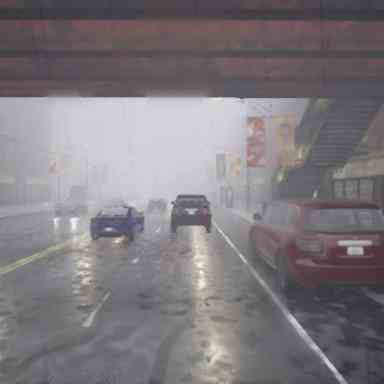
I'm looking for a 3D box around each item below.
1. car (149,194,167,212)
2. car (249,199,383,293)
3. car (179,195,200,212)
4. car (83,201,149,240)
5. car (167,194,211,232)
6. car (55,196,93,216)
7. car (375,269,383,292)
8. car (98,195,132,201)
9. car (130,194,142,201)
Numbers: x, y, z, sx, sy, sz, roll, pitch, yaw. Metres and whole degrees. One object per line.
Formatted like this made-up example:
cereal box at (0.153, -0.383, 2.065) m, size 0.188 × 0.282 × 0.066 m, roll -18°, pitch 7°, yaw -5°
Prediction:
car at (-3.786, 1.347, 37.037) m, size 1.837 × 1.490 × 4.892 m, roll 0°, pitch 0°, yaw -1°
car at (3.014, 1.191, 8.919) m, size 2.435 × 2.045 × 5.566 m, roll 0°, pitch 0°, yaw -1°
car at (-0.282, 1.196, 36.728) m, size 2.097 × 1.767 × 4.553 m, roll 0°, pitch 0°, yaw -1°
car at (-3.532, 1.407, 16.451) m, size 1.882 × 1.535 × 5.008 m, roll 0°, pitch 0°, yaw -1°
car at (-0.068, 1.138, 19.521) m, size 2.150 × 2.045 × 5.566 m, roll 0°, pitch 0°, yaw -1°
car at (-10.897, 1.394, 30.429) m, size 1.812 × 1.442 × 4.674 m, roll 0°, pitch 0°, yaw -1°
car at (3.147, 1.589, 1.526) m, size 1.895 × 1.301 × 4.718 m, roll 0°, pitch 0°, yaw -1°
car at (-7.419, 1.341, 31.845) m, size 1.882 × 1.535 × 5.008 m, roll 0°, pitch 0°, yaw -1°
car at (-12.552, 1.139, 73.021) m, size 1.882 × 1.535 × 5.008 m, roll 0°, pitch 0°, yaw -28°
